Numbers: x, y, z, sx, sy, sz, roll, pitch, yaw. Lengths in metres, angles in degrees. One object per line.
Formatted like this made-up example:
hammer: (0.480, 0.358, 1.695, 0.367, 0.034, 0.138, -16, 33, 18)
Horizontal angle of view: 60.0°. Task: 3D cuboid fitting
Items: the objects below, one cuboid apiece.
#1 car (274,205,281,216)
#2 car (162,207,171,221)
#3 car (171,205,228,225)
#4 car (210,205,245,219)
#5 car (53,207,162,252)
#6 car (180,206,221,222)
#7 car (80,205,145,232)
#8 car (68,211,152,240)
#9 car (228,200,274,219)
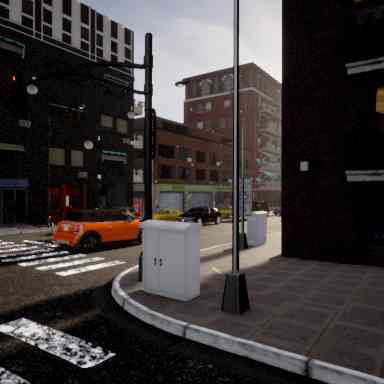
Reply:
car: (12.504, 2.394, 44.200, 2.033, 1.411, 5.357, 0, -1, 35)
car: (-2.352, 1.944, 27.514, 1.752, 1.417, 4.829, -1, -2, 35)
car: (0.701, 1.962, 27.337, 1.837, 1.490, 4.892, 0, -1, 35)
car: (3.964, 2.153, 36.577, 1.752, 1.417, 4.829, -1, -2, 35)
car: (-3.889, 1.585, 15.424, 2.097, 1.767, 4.553, 0, -1, 39)
car: (0.903, 2.092, 32.184, 1.947, 1.339, 4.313, -1, -2, 35)
car: (-5.413, 1.758, 23.125, 1.967, 1.590, 4.097, -1, -2, 35)
car: (-4.661, 1.881, 19.647, 1.895, 1.301, 4.718, 0, -1, 35)
car: (6.380, 1.866, 35.485, 2.150, 2.045, 5.566, 0, -1, 35)
